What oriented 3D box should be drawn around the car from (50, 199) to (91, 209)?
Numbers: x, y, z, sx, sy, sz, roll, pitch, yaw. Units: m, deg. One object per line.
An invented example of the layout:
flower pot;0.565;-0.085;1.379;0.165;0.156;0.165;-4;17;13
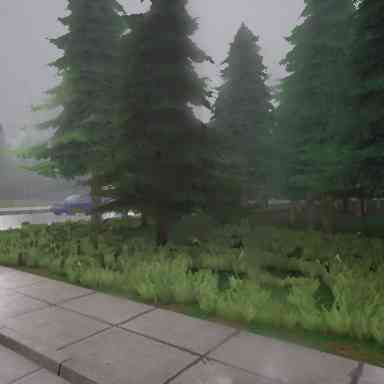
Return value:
car;-10.796;1.197;32.096;2.150;2.045;5.566;0;0;35
